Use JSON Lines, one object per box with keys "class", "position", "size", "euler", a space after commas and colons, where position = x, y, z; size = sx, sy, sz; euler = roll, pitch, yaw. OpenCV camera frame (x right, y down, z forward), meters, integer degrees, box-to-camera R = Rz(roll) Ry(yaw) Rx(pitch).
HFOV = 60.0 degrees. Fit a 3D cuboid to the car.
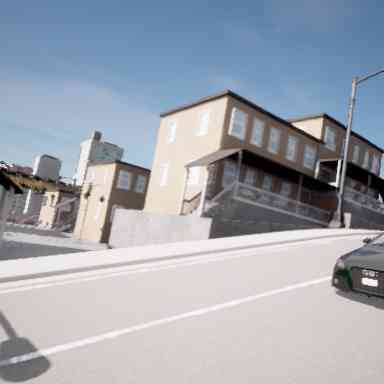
{"class": "car", "position": [5.057, 1.557, 7.568], "size": [4.181, 1.385, 1.994], "euler": [0, 0, -35]}
